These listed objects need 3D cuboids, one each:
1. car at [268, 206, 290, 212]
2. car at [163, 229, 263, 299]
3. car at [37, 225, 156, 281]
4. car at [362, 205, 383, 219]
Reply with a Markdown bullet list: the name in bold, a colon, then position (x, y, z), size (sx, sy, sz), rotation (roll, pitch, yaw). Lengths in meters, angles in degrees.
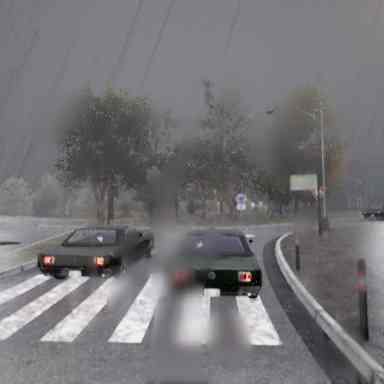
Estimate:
- **car**: position (18.891, 3.879, 72.589), size (4.892, 1.490, 1.837), rotation (-4, -6, 41)
- **car**: position (0.617, 1.592, 8.438), size (1.895, 1.301, 4.718), rotation (-1, 0, 6)
- **car**: position (-2.448, 1.625, 9.934), size (1.895, 1.301, 4.718), rotation (-1, 0, 7)
- **car**: position (18.954, 1.976, 33.571), size (4.718, 1.301, 1.895), rotation (0, -3, -44)
